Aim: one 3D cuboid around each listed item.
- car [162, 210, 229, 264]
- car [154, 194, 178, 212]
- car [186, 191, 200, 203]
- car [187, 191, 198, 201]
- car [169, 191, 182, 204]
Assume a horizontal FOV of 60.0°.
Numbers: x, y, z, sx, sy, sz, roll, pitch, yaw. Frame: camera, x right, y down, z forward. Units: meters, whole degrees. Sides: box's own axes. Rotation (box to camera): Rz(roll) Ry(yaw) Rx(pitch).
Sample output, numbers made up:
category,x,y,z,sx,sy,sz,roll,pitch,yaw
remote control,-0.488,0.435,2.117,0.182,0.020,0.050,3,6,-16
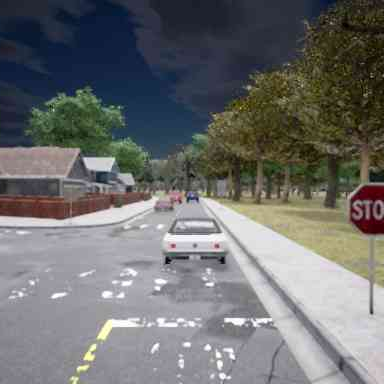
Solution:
category,x,y,z,sx,sy,sz,roll,pitch,yaw
car,0.100,1.503,11.456,1.895,1.301,4.718,0,0,0
car,-2.797,1.250,34.337,1.812,1.442,4.674,0,1,1
car,0.126,0.790,57.851,2.150,2.045,5.566,0,0,1
car,0.088,0.750,68.541,2.150,2.045,5.566,0,0,-2
car,-2.744,0.827,52.578,2.150,2.045,5.566,0,0,1
